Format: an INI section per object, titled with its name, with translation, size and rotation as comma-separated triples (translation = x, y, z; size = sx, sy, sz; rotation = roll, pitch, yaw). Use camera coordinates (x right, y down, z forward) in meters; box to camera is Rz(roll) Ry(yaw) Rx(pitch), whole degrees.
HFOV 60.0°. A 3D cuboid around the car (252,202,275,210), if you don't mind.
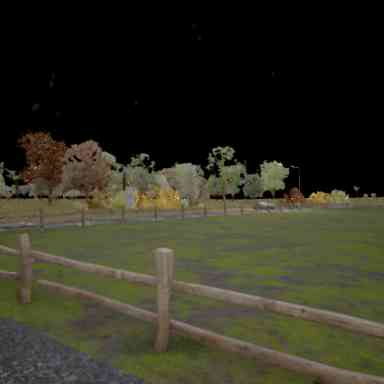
[car]
translation = 12.474, 2.448, 57.551
size = 2.033, 1.411, 5.357
rotation = -1, -2, 40
